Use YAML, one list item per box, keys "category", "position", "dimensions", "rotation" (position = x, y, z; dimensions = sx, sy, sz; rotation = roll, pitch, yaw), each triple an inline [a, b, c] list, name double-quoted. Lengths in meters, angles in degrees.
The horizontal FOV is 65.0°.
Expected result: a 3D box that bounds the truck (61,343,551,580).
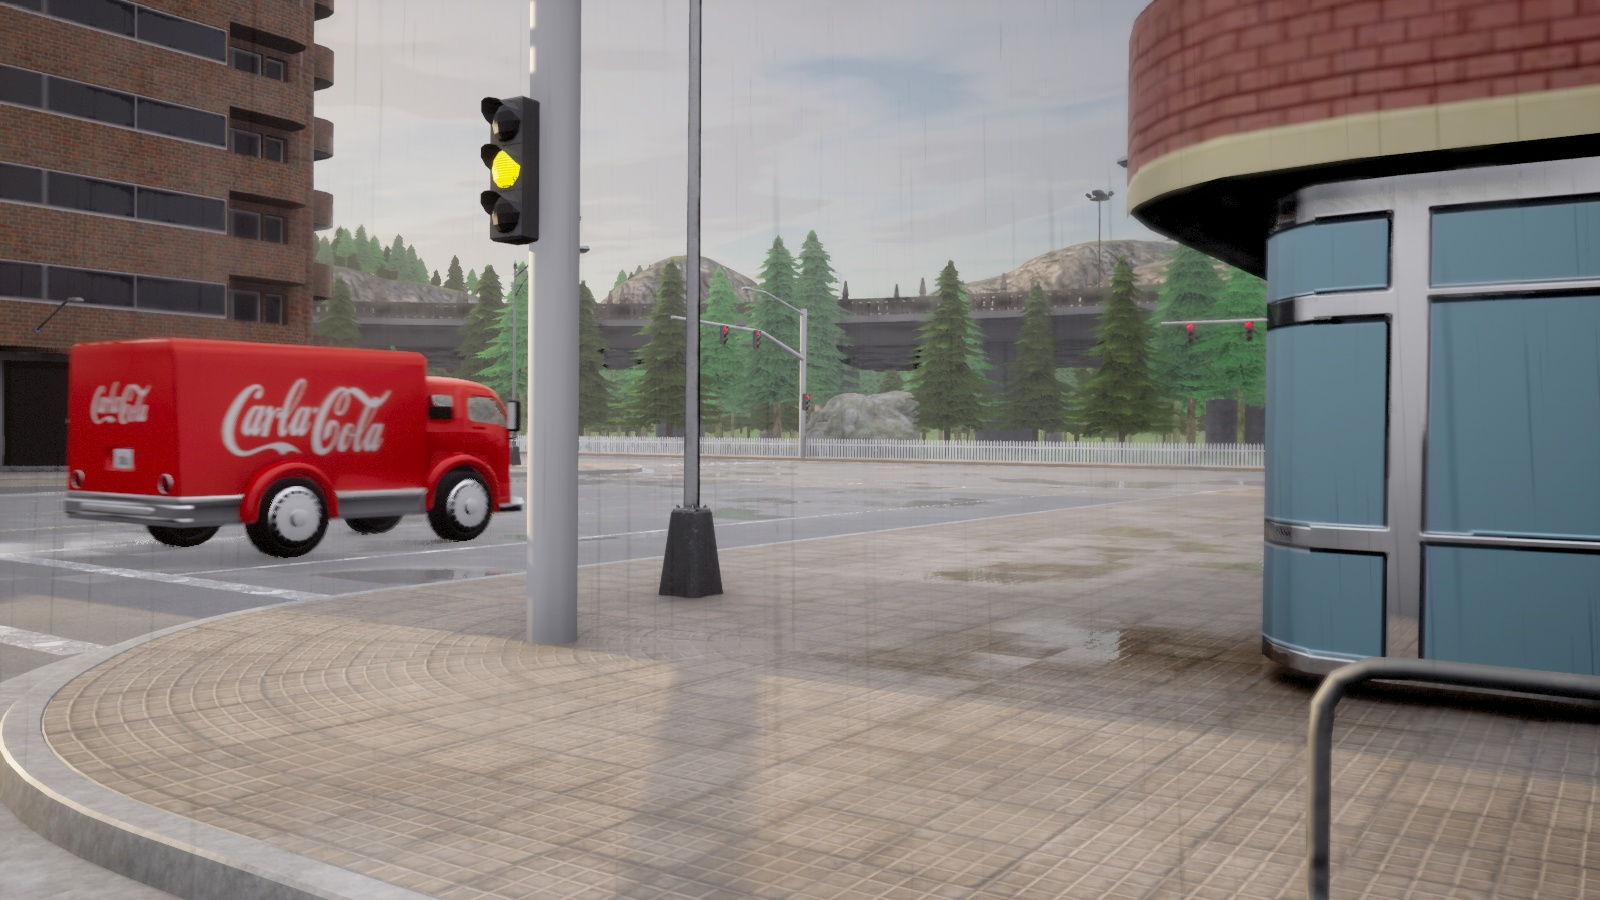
- category: "truck"
  position: [-6.012, 0.081, 15.992]
  dimensions: [2.627, 2.467, 5.204]
  rotation: [0, 1, 34]
